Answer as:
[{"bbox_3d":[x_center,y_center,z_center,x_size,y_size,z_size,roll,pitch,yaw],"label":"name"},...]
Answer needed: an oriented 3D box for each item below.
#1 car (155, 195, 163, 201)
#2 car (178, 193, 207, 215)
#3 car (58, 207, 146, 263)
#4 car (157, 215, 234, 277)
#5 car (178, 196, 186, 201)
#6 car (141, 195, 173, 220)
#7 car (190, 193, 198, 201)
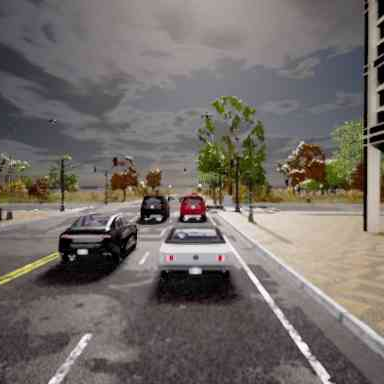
[{"bbox_3d":[-9.241,1.607,93.734,1.882,1.535,5.008,0,0,1],"label":"car"},{"bbox_3d":[0.083,1.282,28.914,2.150,2.045,5.566,0,0,0],"label":"car"},{"bbox_3d":[-3.161,1.520,12.049,2.128,1.511,4.902,0,0,0],"label":"car"},{"bbox_3d":[0.090,1.625,10.264,1.895,1.301,4.718,0,0,0],"label":"car"},{"bbox_3d":[-2.770,1.693,91.912,1.895,1.301,4.718,0,0,1],"label":"car"},{"bbox_3d":[-3.162,1.283,29.127,2.150,2.045,5.566,0,0,0],"label":"car"},{"bbox_3d":[0.473,1.314,91.476,2.150,2.045,5.566,0,0,1],"label":"car"}]
